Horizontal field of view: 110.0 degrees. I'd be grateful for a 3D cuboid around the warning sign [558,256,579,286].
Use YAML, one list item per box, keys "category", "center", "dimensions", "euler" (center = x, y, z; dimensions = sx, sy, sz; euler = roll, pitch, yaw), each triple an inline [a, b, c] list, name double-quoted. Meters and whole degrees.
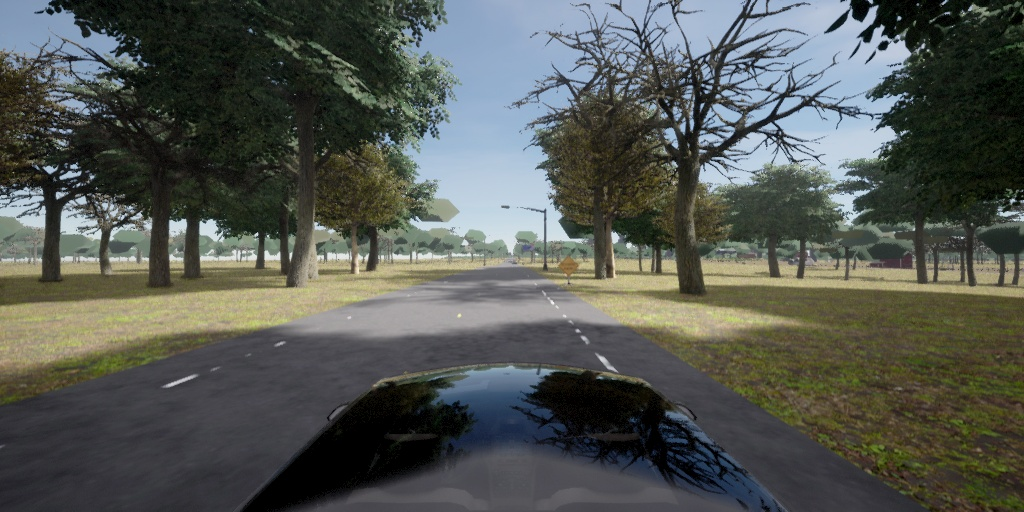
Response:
- category: "warning sign"
  center: [3.550, 0.915, 22.414]
  dimensions: [1.300, 1.860, 1.060]
  euler: [0, 0, 0]
